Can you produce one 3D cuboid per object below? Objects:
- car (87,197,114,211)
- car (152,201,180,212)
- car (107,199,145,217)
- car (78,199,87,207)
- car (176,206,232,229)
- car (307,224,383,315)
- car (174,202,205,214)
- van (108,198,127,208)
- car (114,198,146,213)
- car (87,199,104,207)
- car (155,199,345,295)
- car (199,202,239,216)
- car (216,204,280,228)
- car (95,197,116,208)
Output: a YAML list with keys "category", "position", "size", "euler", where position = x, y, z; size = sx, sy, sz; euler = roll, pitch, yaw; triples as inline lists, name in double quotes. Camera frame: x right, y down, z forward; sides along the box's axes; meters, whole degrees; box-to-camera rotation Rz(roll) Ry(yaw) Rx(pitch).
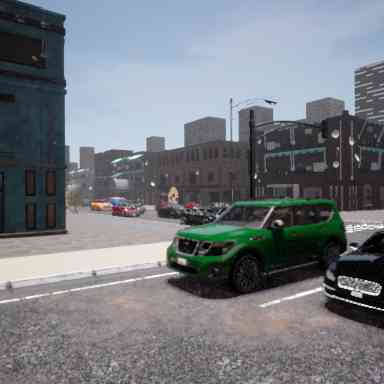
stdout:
- category: "car"
  position: [-13.364, 1.890, 49.247]
  size: [2.097, 1.767, 4.553]
  euler: [-1, 0, -35]
- category: "car"
  position: [-3.577, 1.965, 45.414]
  size: [1.802, 1.307, 4.206]
  euler: [-2, 0, -36]
- category: "car"
  position: [-7.183, 1.846, 36.037]
  size: [1.967, 1.590, 4.097]
  euler: [-1, 0, -36]
- category: "car"
  position: [-21.310, 2.191, 65.805]
  size: [2.128, 1.511, 4.902]
  euler: [-1, 0, -36]
- category: "car"
  position: [0.785, 1.814, 24.674]
  size: [1.947, 1.339, 4.313]
  euler: [-2, 0, -36]
- category: "car"
  position: [4.805, 1.503, 7.130]
  size: [4.892, 1.490, 1.837]
  euler: [0, 0, -36]
- category: "car"
  position: [-0.362, 1.903, 40.910]
  size: [1.802, 1.307, 4.206]
  euler: [-2, 0, -36]
- category: "van"
  position: [-13.234, 1.906, 58.927]
  size: [1.690, 1.788, 3.998]
  euler: [-1, 0, -36]
- category: "car"
  position: [-7.476, 1.777, 40.927]
  size: [2.097, 1.767, 4.553]
  euler: [-1, 0, -35]
- category: "car"
  position: [-19.663, 2.227, 67.936]
  size: [1.887, 1.381, 4.507]
  euler: [-1, 0, -36]
- category: "car"
  position: [2.023, 1.220, 9.135]
  size: [5.566, 2.045, 2.150]
  euler: [0, 0, -36]
- category: "car"
  position: [2.855, 1.809, 36.405]
  size: [2.008, 1.369, 4.403]
  euler: [-2, 0, -36]
- category: "car"
  position: [4.006, 1.705, 24.788]
  size: [1.837, 1.490, 4.892]
  euler: [-1, 0, -34]
- category: "car"
  position: [-16.451, 1.939, 63.431]
  size: [2.192, 1.841, 5.009]
  euler: [-1, 0, -36]
